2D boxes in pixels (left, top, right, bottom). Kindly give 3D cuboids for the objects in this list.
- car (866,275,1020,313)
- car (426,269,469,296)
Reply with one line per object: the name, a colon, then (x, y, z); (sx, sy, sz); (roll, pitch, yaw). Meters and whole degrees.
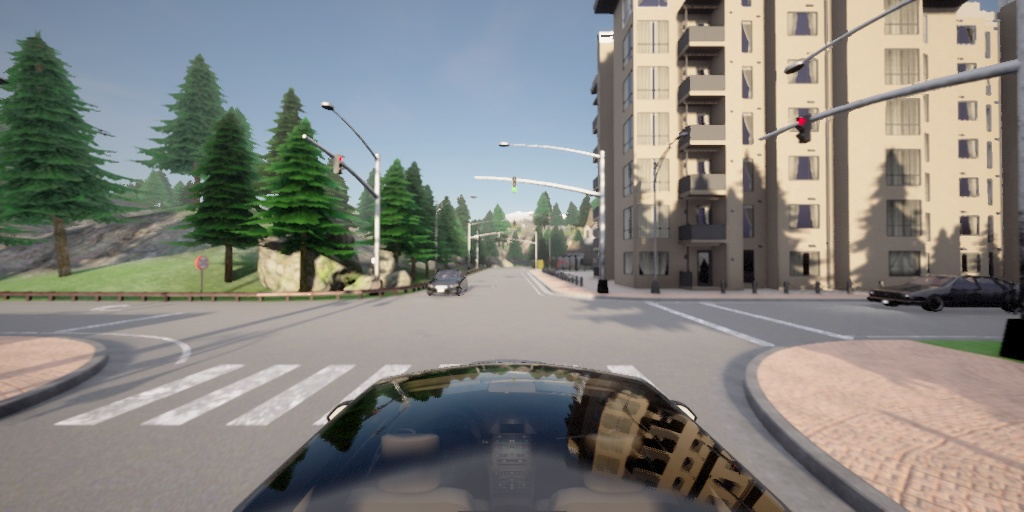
car: (17.890, 1.470, 14.587); (5.357, 1.411, 2.033); (0, -1, 1)
car: (-3.738, 1.568, 21.399); (2.128, 1.511, 4.902); (0, 0, 0)
